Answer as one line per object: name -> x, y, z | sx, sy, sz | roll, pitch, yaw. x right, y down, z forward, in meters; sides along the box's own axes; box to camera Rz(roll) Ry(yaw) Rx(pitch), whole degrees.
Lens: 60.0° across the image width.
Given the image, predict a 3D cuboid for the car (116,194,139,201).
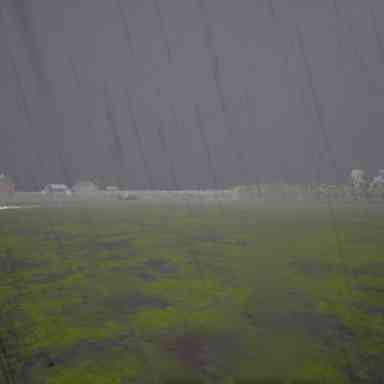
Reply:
car -> -13.371, 1.077, 69.703 | 2.033, 1.411, 5.357 | 1, 0, 34
